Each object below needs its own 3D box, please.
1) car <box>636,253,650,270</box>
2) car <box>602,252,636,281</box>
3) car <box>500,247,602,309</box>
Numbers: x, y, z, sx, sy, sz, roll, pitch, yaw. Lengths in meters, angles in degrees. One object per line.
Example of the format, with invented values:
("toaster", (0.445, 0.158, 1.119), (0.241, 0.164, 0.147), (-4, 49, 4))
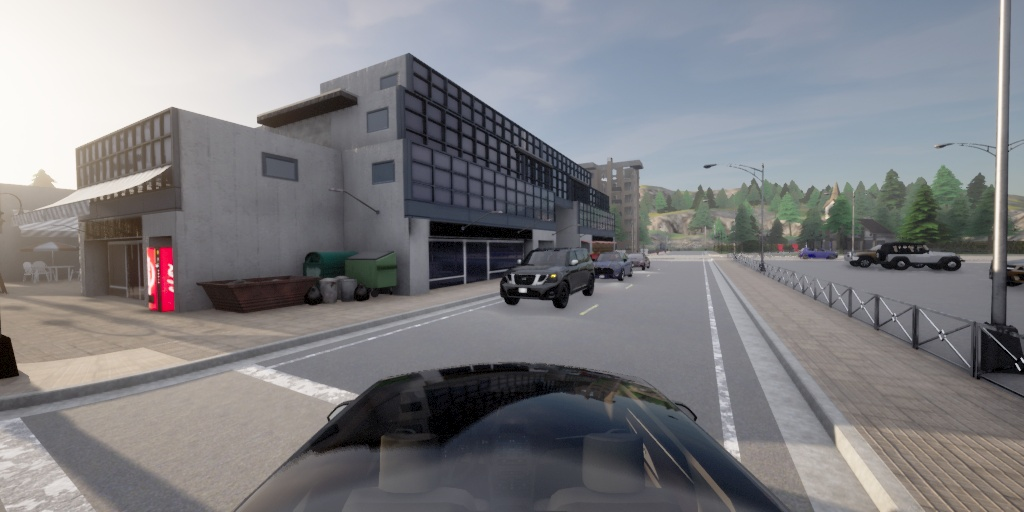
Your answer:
("car", (11.018, 0.438, 31.709), (1.812, 1.442, 4.674), (0, 2, 28))
("car", (6.231, 0.544, 22.666), (2.097, 1.767, 4.553), (0, 2, 28))
("car", (1.633, 0.683, 13.971), (2.150, 2.045, 5.566), (0, 1, 28))
